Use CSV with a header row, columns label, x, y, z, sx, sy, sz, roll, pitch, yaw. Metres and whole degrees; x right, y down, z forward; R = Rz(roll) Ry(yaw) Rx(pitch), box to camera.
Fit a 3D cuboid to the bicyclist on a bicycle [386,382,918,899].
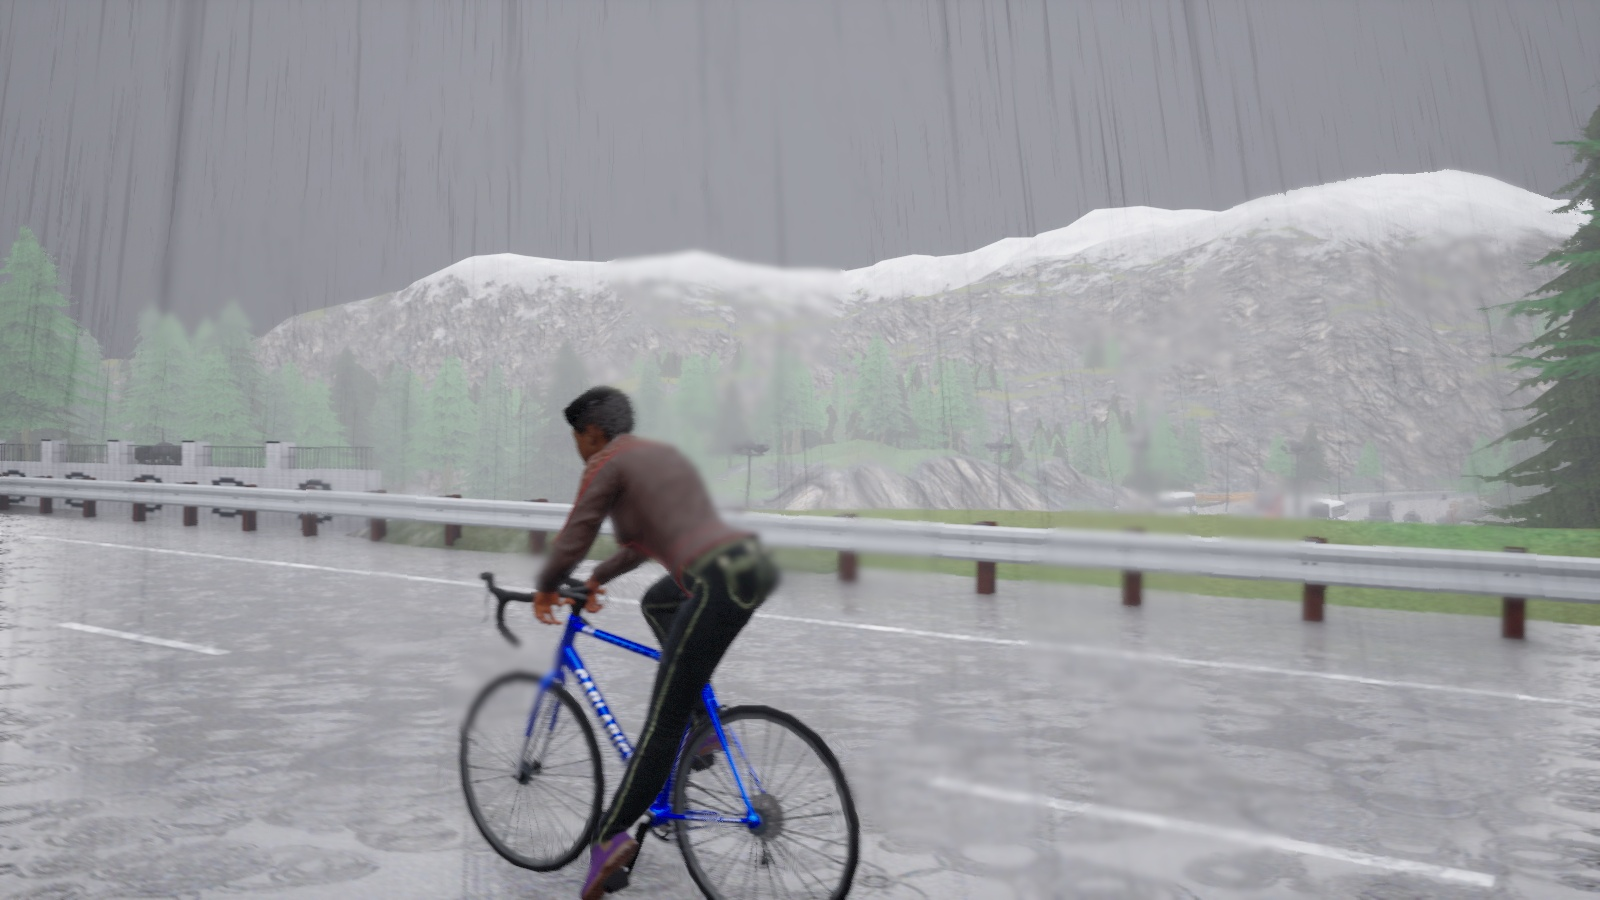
label,x,y,z,sx,sy,sz,roll,pitch,yaw
bicyclist on a bicycle,-0.510,0.635,3.961,1.656,1.620,0.582,-1,1,34
